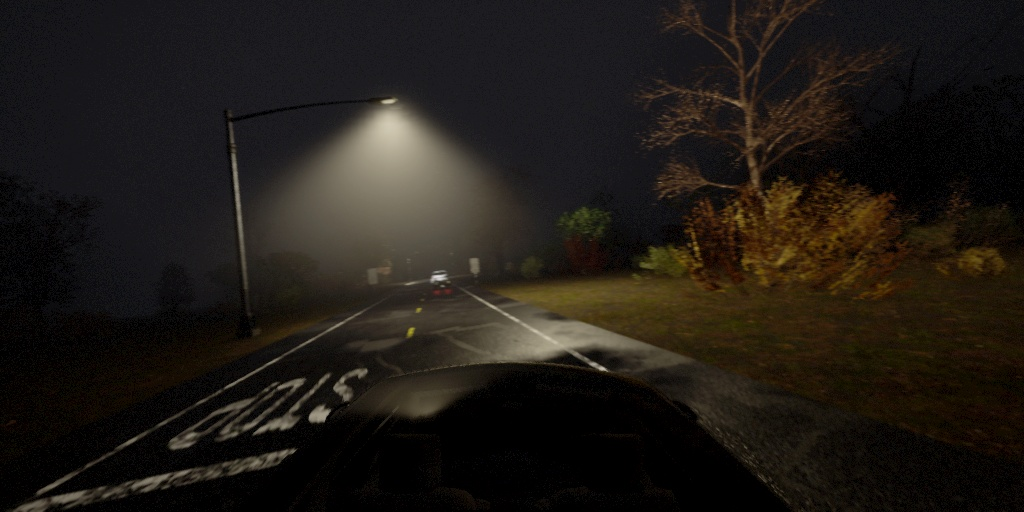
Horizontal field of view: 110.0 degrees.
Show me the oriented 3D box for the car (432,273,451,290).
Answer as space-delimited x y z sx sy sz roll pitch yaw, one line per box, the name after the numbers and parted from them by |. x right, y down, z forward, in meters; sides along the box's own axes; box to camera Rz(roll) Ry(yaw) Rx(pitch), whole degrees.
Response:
-7.859 3.001 40.127 1.895 1.301 4.718 -6 -1 -13 | car

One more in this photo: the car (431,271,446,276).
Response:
-10.190 3.112 50.553 2.150 2.045 5.566 -6 -1 -12 | car
